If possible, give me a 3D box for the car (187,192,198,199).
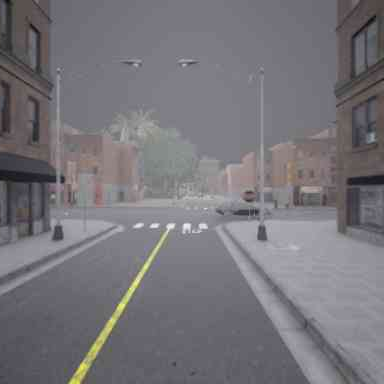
[{"bbox_3d":[-0.066,0.940,86.657,1.837,1.490,4.892,0,0,0],"label":"car"}]

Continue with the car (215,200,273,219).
[{"bbox_3d":[4.386,1.472,28.324,4.902,1.511,2.128,1,0,0],"label":"car"}]
